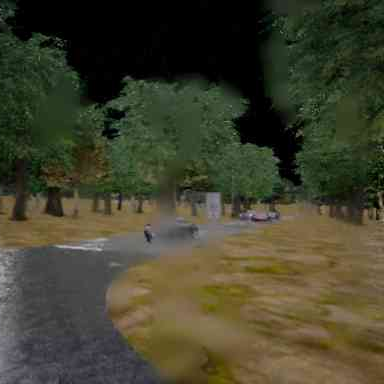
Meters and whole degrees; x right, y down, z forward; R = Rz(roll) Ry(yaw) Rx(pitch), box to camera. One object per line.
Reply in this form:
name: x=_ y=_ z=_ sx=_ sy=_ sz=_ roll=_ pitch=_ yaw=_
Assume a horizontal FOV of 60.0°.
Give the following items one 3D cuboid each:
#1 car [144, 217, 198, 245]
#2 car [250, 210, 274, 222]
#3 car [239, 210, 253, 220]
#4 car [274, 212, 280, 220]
car: x=-1.143 y=2.265 z=20.312 sx=2.128 sy=1.511 sz=4.902 roll=0 pitch=-2 yaw=22
car: x=10.453 y=3.734 z=49.128 sx=1.994 sy=1.385 sz=4.181 roll=0 pitch=-3 yaw=22
car: x=9.189 y=3.727 z=54.119 sx=2.097 sy=1.767 sz=4.553 roll=0 pitch=-3 yaw=22
car: x=14.130 y=4.224 z=58.375 sx=2.033 sy=1.411 sz=5.357 roll=0 pitch=-3 yaw=22
